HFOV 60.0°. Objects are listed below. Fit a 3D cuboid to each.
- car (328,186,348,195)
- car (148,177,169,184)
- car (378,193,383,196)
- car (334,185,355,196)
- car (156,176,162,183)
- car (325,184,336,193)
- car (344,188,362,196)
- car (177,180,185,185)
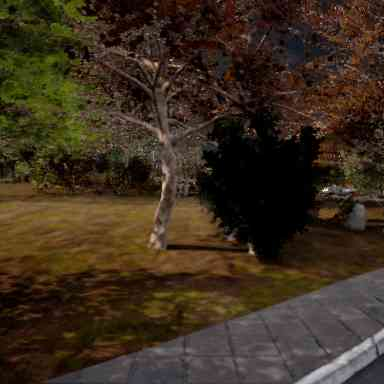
[{"bbox_3d":[29.431,-0.229,66.878,1.946,1.575,5.366,5,3,41],"label":"car"},{"bbox_3d":[-8.269,-2.876,82.657,2.231,1.521,4.892,5,3,41],"label":"car"},{"bbox_3d":[35.734,0.236,61.669,2.185,1.767,4.553,5,3,41],"label":"car"},{"bbox_3d":[25.123,0.095,53.533,2.097,1.535,5.008,5,3,41],"label":"car"},{"bbox_3d":[-6.307,-2.707,80.692,1.946,1.575,5.366,5,3,41],"label":"car"},{"bbox_3d":[23.066,-0.354,55.360,2.435,2.045,5.566,5,3,41],"label":"car"},{"bbox_3d":[31.631,0.014,65.201,2.002,1.452,4.674,5,3,41],"label":"car"},{"bbox_3d":[-2.030,-2.324,77.168,2.163,1.488,4.792,5,3,41],"label":"car"}]
